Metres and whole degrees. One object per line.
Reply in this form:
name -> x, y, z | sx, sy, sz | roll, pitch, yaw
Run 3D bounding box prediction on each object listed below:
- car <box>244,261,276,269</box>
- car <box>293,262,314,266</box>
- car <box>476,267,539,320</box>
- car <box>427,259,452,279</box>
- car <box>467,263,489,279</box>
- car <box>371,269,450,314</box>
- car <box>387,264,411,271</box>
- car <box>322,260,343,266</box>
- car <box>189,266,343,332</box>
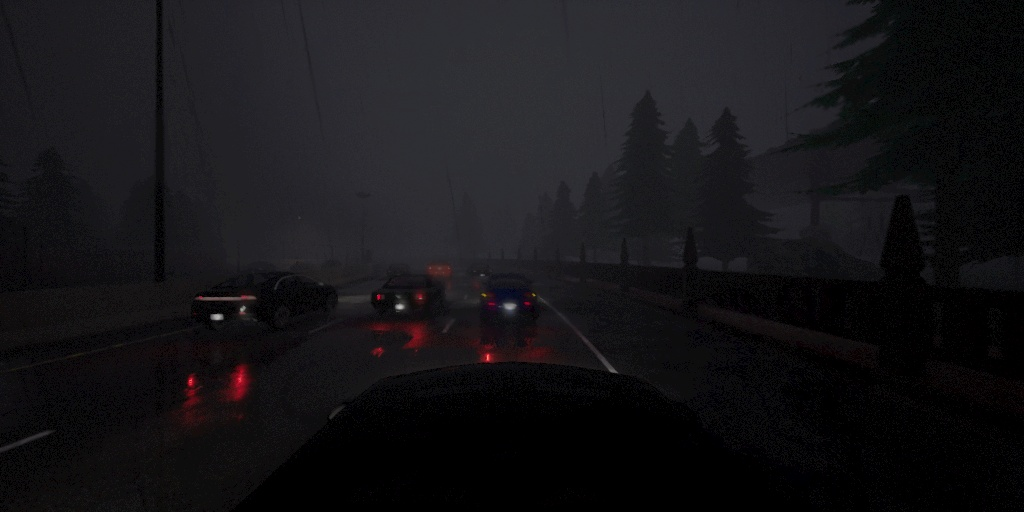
car -> -26.793, 1.271, 38.359 | 2.033, 1.411, 5.357 | 0, 0, -20
car -> -24.450, 1.323, 41.938 | 1.895, 1.301, 4.718 | 0, 0, -22
car -> -0.162, 1.269, 12.457 | 1.812, 1.442, 4.674 | 0, 0, -3
car -> -6.576, 1.081, 32.283 | 2.097, 1.767, 4.553 | 0, 0, -13
car -> -3.020, 1.330, 32.612 | 1.895, 1.301, 4.718 | 0, 0, -13
car -> -3.703, 1.343, 13.691 | 1.895, 1.301, 4.718 | 0, 0, -3
car -> -10.165, 1.330, 32.473 | 1.895, 1.301, 4.718 | 0, 0, -14
car -> -20.187, 1.215, 40.451 | 2.128, 1.511, 4.902 | 0, 0, -20
car -> -7.084, 1.235, 10.912 | 2.128, 1.511, 4.902 | 0, 0, -2
